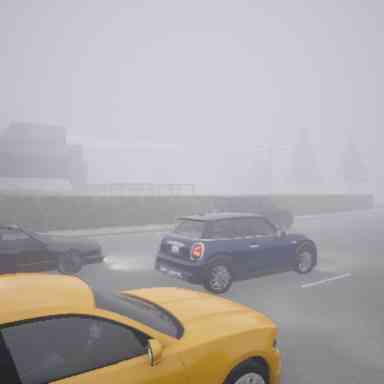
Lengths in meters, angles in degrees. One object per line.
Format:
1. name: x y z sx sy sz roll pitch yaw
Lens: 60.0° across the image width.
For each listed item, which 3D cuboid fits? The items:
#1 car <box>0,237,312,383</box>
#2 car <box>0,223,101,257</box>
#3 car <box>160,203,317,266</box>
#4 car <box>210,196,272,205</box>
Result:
1. car: -1.365 1.477 2.773 5.008 1.535 1.882 0 0 -35
2. car: -5.134 1.547 8.681 5.357 1.411 2.033 0 0 -35
3. car: 1.332 1.352 8.991 4.553 1.767 2.097 0 0 -35
4. car: 3.355 1.221 19.027 5.566 2.045 2.150 0 0 -35
